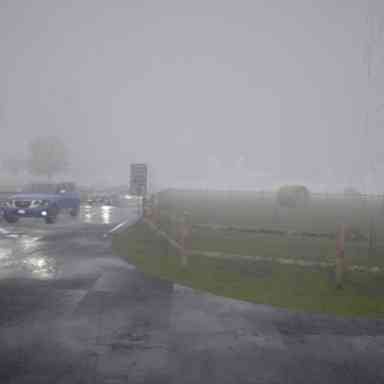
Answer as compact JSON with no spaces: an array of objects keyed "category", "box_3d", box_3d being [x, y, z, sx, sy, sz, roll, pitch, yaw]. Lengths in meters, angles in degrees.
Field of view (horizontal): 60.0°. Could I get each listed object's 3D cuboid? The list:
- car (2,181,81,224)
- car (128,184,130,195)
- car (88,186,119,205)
[{"category":"car","box_3d":[-7.617,0.426,17.580,2.150,2.045,5.566,1,2,-1]},{"category":"car","box_3d":[-7.833,-0.632,48.250,2.150,2.045,5.566,1,2,0]},{"category":"car","box_3d":[-7.728,0.295,29.522,1.837,1.490,4.892,1,2,-1]}]
